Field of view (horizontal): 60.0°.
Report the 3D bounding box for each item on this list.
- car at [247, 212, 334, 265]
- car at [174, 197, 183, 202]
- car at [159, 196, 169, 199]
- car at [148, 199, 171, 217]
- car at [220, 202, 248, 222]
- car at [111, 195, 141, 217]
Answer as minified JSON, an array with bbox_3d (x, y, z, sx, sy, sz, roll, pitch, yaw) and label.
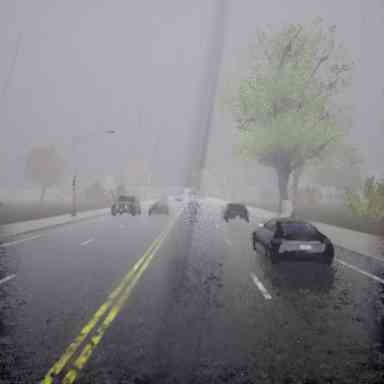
[{"bbox_3d":[3.396,1.620,11.904,1.994,1.385,4.181,0,0,0],"label":"car"},{"bbox_3d":[-3.062,1.679,75.595,1.895,1.301,4.718,0,0,0],"label":"car"},{"bbox_3d":[-6.312,1.578,75.612,1.837,1.490,4.892,0,0,0],"label":"car"},{"bbox_3d":[-3.186,1.683,33.284,1.994,1.385,4.181,0,0,0],"label":"car"},{"bbox_3d":[3.476,1.618,27.404,1.837,1.490,4.892,0,0,0],"label":"car"},{"bbox_3d":[-6.437,1.335,33.110,2.150,2.045,5.566,0,-1,0],"label":"car"}]
